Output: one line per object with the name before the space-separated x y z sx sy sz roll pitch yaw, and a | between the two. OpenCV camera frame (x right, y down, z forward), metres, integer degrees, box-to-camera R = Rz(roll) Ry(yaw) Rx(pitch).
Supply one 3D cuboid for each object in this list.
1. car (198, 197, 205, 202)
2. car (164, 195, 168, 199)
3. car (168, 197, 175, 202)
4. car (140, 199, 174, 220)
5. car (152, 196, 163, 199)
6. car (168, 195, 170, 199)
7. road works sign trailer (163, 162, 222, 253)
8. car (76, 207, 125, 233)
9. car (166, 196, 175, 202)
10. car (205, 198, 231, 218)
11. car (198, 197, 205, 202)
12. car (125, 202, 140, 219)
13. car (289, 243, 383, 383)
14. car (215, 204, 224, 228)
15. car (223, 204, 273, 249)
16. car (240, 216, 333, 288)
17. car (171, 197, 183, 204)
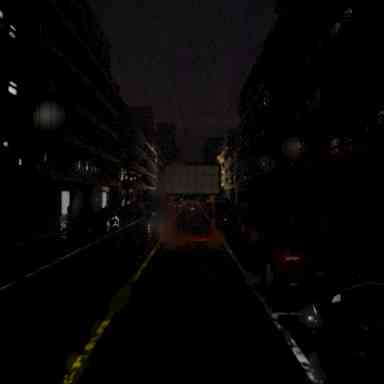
car | 2.666 1.946 82.670 1.752 1.417 4.829 0 0 0
car | -5.704 1.596 54.321 2.192 1.841 5.009 0 0 0
car | -5.718 2.018 93.774 1.887 1.381 4.507 0 0 0
car | -3.106 1.652 30.200 2.128 1.511 4.902 0 0 0
car | -5.703 1.693 48.684 1.967 1.590 4.097 0 0 0
car | -5.713 1.734 82.502 2.192 1.841 5.009 0 0 0
road works sign trailer | 0.012 0.540 14.018 2.380 3.560 2.880 0 0 0
car | -5.695 1.676 20.500 1.947 1.339 4.313 0 0 0
car | -5.716 1.886 88.137 1.967 1.590 4.097 0 0 0
car | 2.684 1.483 31.774 2.192 1.841 5.009 0 0 0
car | 2.663 2.018 93.772 1.887 1.381 4.507 0 0 0
car | -5.698 1.693 31.603 1.752 1.417 4.829 0 0 0
car | 2.691 1.586 3.591 1.947 1.339 4.313 0 0 0
car | 2.687 1.661 20.499 2.008 1.369 4.403 0 0 0
car | 2.688 1.521 14.864 1.967 1.590 4.097 0 0 0
car | 2.690 1.595 9.227 1.887 1.381 4.507 0 0 0
car | -3.023 1.892 71.436 1.994 1.385 4.181 0 0 0
